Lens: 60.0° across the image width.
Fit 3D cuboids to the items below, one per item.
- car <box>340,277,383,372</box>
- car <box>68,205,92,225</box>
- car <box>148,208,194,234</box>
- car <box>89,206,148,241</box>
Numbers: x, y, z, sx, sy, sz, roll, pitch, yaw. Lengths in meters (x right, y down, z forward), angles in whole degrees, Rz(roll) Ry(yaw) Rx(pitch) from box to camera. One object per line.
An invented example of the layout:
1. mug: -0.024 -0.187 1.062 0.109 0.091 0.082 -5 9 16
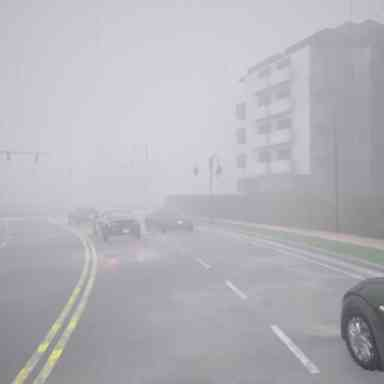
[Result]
1. car: 3.223 1.337 2.883 2.097 1.767 4.553 -1 0 -3
2. car: -8.285 1.732 25.798 1.994 1.385 4.181 0 0 -29
3. car: -1.472 1.654 20.116 1.994 1.385 4.181 0 0 -24
4. car: -3.980 1.626 17.443 1.812 1.442 4.674 0 0 -24
